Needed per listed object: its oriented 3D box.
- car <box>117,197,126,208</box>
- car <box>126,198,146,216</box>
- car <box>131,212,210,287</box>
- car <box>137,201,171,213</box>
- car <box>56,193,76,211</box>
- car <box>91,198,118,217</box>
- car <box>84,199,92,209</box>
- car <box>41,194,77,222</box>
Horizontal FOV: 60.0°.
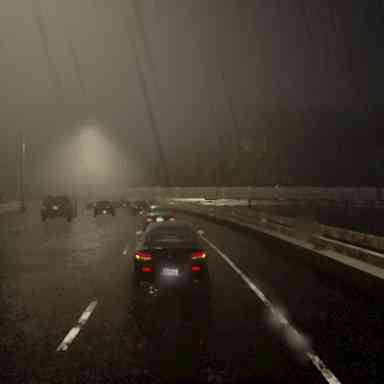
[{"bbox_3d":[-9.684,1.498,45.150,1.837,1.490,4.892,0,-1,-24],"label":"car"},{"bbox_3d":[-5.189,1.522,33.059,1.812,1.442,4.674,0,0,-17],"label":"car"},{"bbox_3d":[-0.610,1.524,9.254,1.812,1.442,4.674,0,0,-4],"label":"car"},{"bbox_3d":[-2.164,1.544,20.582,2.033,1.411,5.357,0,0,-11],"label":"car"},{"bbox_3d":[-16.405,1.230,43.108,2.150,2.045,5.566,0,0,-24],"label":"car"},{"bbox_3d":[-8.368,1.504,31.550,1.837,1.490,4.892,0,0,-17],"label":"car"},{"bbox_3d":[-13.350,1.564,44.786,1.994,1.385,4.181,0,0,-23],"label":"car"},{"bbox_3d":[-10.550,1.228,26.625,2.150,2.045,5.566,0,0,-14],"label":"car"}]
